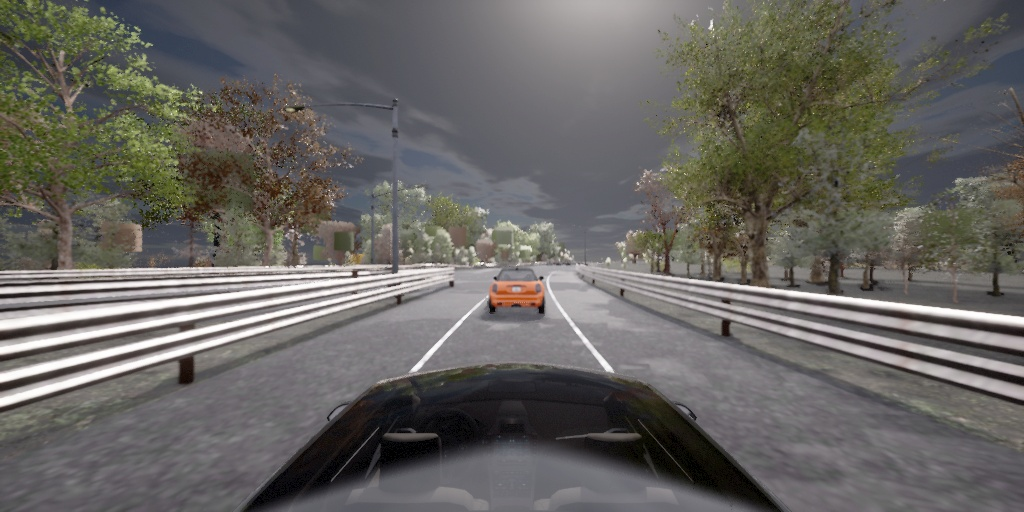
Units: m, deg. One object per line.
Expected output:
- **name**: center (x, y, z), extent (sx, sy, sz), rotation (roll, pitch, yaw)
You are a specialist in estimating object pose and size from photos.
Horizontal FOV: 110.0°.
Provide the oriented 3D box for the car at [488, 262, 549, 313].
- **car**: center (0.271, 1.240, 14.946), extent (2.097, 1.767, 4.553), rotation (0, -1, 3)
